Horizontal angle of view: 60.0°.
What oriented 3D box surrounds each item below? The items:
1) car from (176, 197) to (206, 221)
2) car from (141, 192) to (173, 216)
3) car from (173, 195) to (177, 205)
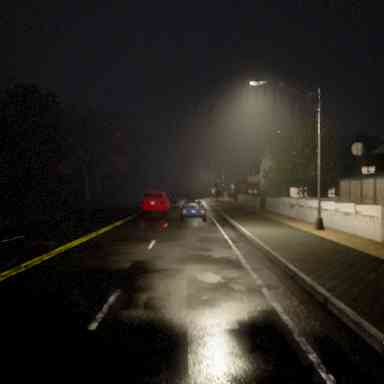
[{"bbox_3d":[0.096,1.345,24.896,2.033,1.411,5.357,0,0,0],"label":"car"},{"bbox_3d":[-3.155,0.983,29.443,2.150,2.045,5.566,0,1,0],"label":"car"},{"bbox_3d":[-3.159,1.135,50.007,2.033,1.411,5.357,0,1,0],"label":"car"}]
